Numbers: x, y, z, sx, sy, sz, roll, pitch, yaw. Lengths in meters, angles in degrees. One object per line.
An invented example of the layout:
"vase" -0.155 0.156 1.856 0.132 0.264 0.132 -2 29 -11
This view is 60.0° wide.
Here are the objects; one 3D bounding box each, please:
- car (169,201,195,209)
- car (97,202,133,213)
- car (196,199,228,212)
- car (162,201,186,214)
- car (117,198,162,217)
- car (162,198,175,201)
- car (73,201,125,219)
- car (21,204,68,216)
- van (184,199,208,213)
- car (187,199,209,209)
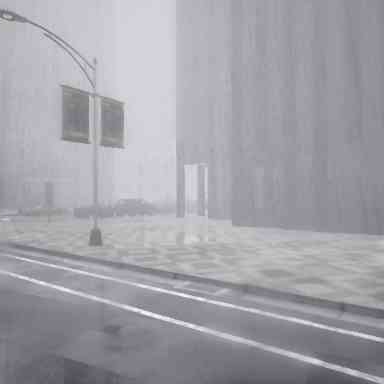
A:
"car" -1.650 2.188 56.257 1.887 1.381 4.507 -1 -1 36
"car" -10.188 1.996 44.342 2.008 1.369 4.403 -1 -1 36
"car" 2.915 1.876 47.955 2.192 1.841 5.009 -1 -1 36
"car" -3.019 2.005 39.686 1.802 1.307 4.206 -1 -1 36
"car" -5.989 1.669 35.560 2.192 1.841 5.009 -1 -1 36
"car" -4.498 1.893 52.290 2.192 1.841 5.009 -1 -1 36
"car" -8.956 1.829 31.424 1.887 1.381 4.507 -1 -1 36
"car" -15.980 1.835 36.262 1.752 1.417 4.829 -1 -1 36
"van" -0.053 1.833 43.823 1.690 1.788 3.998 -1 -1 36
"car" 1.195 2.149 60.230 1.967 1.590 4.097 -1 -1 36
